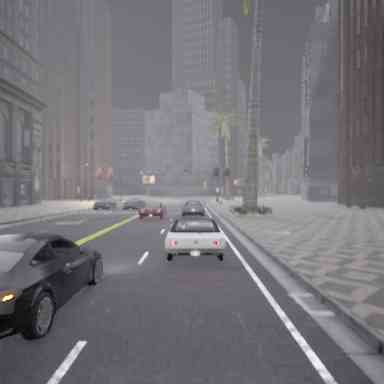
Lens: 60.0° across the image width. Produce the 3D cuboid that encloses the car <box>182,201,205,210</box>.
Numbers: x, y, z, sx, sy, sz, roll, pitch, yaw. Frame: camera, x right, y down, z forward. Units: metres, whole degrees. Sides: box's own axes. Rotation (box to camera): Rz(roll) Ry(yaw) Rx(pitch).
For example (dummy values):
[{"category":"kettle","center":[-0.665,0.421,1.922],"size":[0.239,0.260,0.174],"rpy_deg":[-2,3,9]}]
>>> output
[{"category":"car","center":[0.110,1.449,29.577],"size":[1.994,1.385,4.181],"rpy_deg":[0,0,0]}]

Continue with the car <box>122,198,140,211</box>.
[{"category":"car","center":[-6.601,1.405,38.050],"size":[2.033,1.411,5.357],"rpy_deg":[0,0,0]}]

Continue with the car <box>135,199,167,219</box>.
[{"category":"car","center":[-3.140,1.494,27.519],"size":[1.895,1.301,4.718],"rpy_deg":[0,0,0]}]

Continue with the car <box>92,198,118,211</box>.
[{"category":"car","center":[-9.851,1.404,38.281],"size":[2.033,1.411,5.357],"rpy_deg":[0,0,0]}]

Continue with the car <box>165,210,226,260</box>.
[{"category":"car","center":[0.105,1.550,12.210],"size":[1.895,1.301,4.718],"rpy_deg":[0,0,0]}]

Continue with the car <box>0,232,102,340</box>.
[{"category":"car","center":[-3.139,1.498,6.356],"size":[1.812,1.442,4.674],"rpy_deg":[0,0,0]}]
